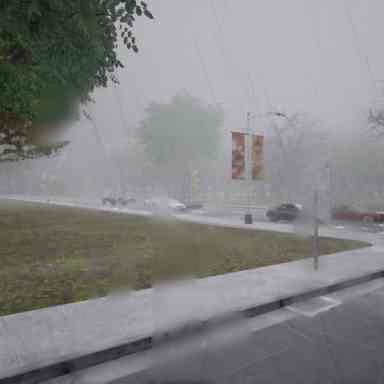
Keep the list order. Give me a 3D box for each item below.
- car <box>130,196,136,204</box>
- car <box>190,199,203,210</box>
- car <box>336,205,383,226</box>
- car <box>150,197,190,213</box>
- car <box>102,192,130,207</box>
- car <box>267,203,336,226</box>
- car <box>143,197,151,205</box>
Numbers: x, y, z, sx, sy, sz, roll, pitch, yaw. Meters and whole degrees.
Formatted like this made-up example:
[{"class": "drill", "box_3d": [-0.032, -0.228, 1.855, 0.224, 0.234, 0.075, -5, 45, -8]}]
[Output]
[{"class": "car", "box_3d": [-12.312, 1.482, 63.028, 1.812, 1.442, 4.674, 0, 0, -35]}, {"class": "car", "box_3d": [-0.902, 1.516, 41.090, 2.033, 1.411, 5.357, 0, 0, -35]}, {"class": "car", "box_3d": [11.466, 1.586, 23.736, 1.895, 1.301, 4.718, 0, 0, -35]}, {"class": "car", "box_3d": [-2.547, 1.499, 37.784, 1.812, 1.442, 4.674, 0, 0, -35]}, {"class": "car", "box_3d": [-12.152, 0.999, 51.433, 2.150, 2.045, 5.566, 0, 0, -35]}, {"class": "car", "box_3d": [7.437, 1.513, 23.787, 1.812, 1.442, 4.674, 0, 0, -35]}, {"class": "car", "box_3d": [-6.318, 1.485, 54.616, 1.812, 1.442, 4.674, 0, 0, -36]}]
